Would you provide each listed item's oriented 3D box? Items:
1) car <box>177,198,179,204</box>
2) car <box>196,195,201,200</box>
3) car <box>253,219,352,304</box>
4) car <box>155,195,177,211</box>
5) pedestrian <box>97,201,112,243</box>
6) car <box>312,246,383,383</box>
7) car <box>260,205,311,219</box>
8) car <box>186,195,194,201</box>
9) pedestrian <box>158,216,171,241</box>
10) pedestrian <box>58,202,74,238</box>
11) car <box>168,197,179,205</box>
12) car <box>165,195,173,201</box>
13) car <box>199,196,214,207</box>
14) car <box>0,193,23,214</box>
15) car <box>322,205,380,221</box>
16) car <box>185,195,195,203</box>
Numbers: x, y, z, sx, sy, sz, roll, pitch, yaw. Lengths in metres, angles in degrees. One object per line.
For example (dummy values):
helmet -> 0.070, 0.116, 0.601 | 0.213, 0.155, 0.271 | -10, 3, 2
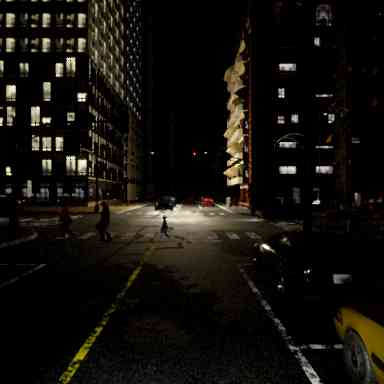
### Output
car -> -3.411, 1.506, 51.181 | 2.128, 1.511, 4.902 | 0, 0, 0
car -> 2.300, 1.573, 62.874 | 2.008, 1.369, 4.403 | 0, 0, 0
car -> 2.640, 1.566, 7.935 | 1.947, 1.339, 4.313 | 0, 0, 0
car -> -3.350, 1.360, 40.839 | 2.097, 1.767, 4.553 | 0, 0, 0
pedestrian -> -3.868, 1.295, 14.753 | 0.375, 1.860, 0.375 | 0, 0, 0
car -> 2.675, 1.525, 2.422 | 1.752, 1.417, 4.829 | 0, 0, 0
car -> 7.830, 1.747, 28.018 | 4.181, 1.385, 1.994 | 1, 0, 7
car -> -0.512, 1.396, 82.541 | 2.128, 1.511, 4.902 | 0, 0, 0
pedestrian -> -1.253, 1.295, 15.372 | 0.375, 1.860, 0.375 | 0, 0, 0
pedestrian -> -6.036, 1.295, 15.939 | 0.375, 1.860, 0.375 | 0, 0, 0
car -> -3.445, 1.623, 62.367 | 1.895, 1.301, 4.718 | 0, 0, 0
car -> -6.255, 1.598, 91.064 | 2.008, 1.369, 4.403 | 0, 0, 0
car -> 2.430, 1.595, 49.958 | 1.802, 1.307, 4.206 | 0, 0, 0
car -> -17.880, 1.029, 29.870 | 5.009, 1.841, 2.192 | 1, -1, -1
car -> 14.453, 1.836, 30.349 | 4.829, 1.417, 1.752 | 1, -1, -1
car -> -0.450, 1.574, 72.539 | 1.994, 1.385, 4.181 | 0, 0, 0
